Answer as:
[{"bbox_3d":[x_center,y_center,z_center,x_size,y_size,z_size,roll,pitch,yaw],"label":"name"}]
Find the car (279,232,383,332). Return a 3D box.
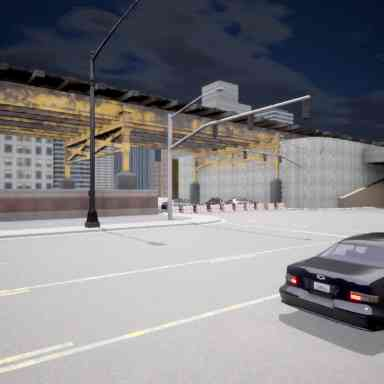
[{"bbox_3d":[4.098,1.547,6.701,5.357,1.411,2.033,0,0,-35],"label":"car"}]

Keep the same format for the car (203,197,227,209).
[{"bbox_3d":[2.850,1.295,40.558,1.853,1.218,4.536,0,0,18],"label":"car"}]

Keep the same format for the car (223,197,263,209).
[{"bbox_3d":[6.744,1.452,44.268,4.974,1.542,2.038,0,0,-7],"label":"car"}]

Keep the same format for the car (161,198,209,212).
[{"bbox_3d":[-0.911,1.453,37.823,4.974,1.542,2.038,0,0,8],"label":"car"}]

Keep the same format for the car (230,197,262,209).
[{"bbox_3d":[6.693,1.295,44.262,4.536,1.218,1.853,0,0,-7],"label":"car"}]

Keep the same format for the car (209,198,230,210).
[{"bbox_3d":[2.834,1.453,40.508,2.038,1.542,4.974,0,0,18],"label":"car"}]

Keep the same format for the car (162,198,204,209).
[{"bbox_3d":[-0.962,1.295,37.830,4.536,1.218,1.853,0,0,8],"label":"car"}]
